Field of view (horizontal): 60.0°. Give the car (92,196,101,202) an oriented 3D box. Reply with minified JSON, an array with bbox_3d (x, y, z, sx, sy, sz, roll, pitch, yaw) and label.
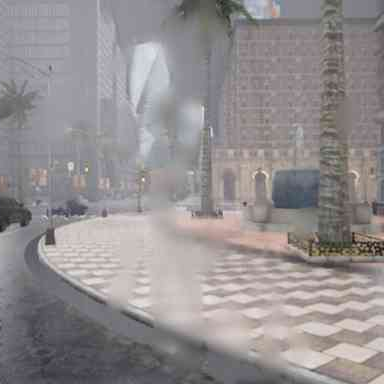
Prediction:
[{"bbox_3d":[-24.635,1.886,84.413,2.161,1.482,4.786,0,0,1],"label":"car"}]

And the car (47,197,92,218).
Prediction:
[{"bbox_3d":[-12.052,1.504,32.487,2.097,1.767,4.553,0,0,9],"label":"car"}]

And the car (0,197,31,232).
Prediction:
[{"bbox_3d":[-12.196,1.337,20.968,2.150,2.045,5.566,0,0,-5],"label":"car"}]
